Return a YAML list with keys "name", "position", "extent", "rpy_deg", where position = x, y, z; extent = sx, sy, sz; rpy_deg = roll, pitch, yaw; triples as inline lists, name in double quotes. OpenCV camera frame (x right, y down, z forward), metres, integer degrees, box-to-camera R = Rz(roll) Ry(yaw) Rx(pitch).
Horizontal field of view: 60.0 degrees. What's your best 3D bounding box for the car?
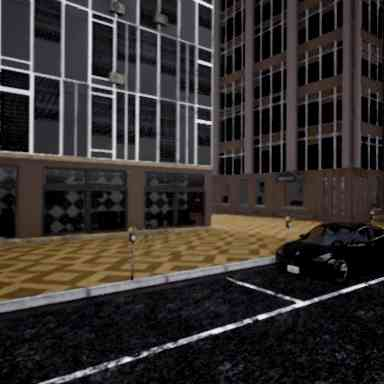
- name: "car"
  position: [4.326, 1.575, 9.639]
  extent: [4.313, 1.339, 1.947]
  rpy_deg: [0, 0, -35]
